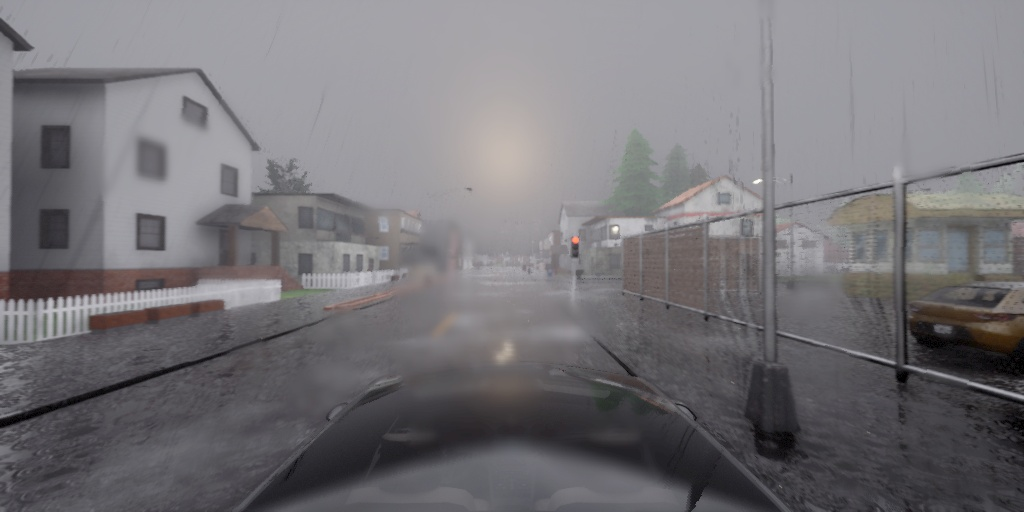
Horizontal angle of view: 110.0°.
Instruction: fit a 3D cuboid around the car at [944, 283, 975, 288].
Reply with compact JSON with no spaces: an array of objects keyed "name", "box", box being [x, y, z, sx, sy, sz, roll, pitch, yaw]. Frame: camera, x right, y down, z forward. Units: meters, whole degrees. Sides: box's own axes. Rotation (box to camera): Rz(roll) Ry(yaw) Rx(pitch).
[{"name":"car","box":[34.304,1.638,29.453,4.674,1.442,1.812,0,-1,0]}]
